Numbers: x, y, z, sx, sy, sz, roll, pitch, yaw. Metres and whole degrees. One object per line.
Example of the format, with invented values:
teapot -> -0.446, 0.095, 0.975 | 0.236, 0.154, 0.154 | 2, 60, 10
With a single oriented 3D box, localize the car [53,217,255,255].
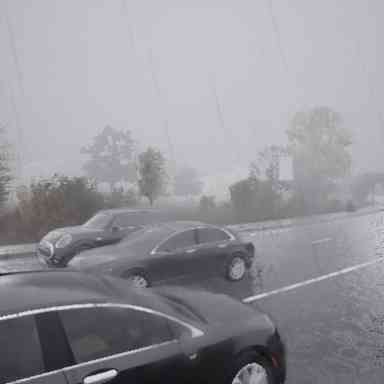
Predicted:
car -> -0.516, 1.522, 8.138 | 4.892, 1.490, 1.837 | 0, 0, -38

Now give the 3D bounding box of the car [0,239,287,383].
car -> -1.186, 1.514, 3.023 | 4.892, 1.490, 1.837 | 0, 0, -36

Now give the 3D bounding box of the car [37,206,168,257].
car -> -2.559, 1.378, 10.986 | 4.553, 1.767, 2.097 | 0, 0, -38
